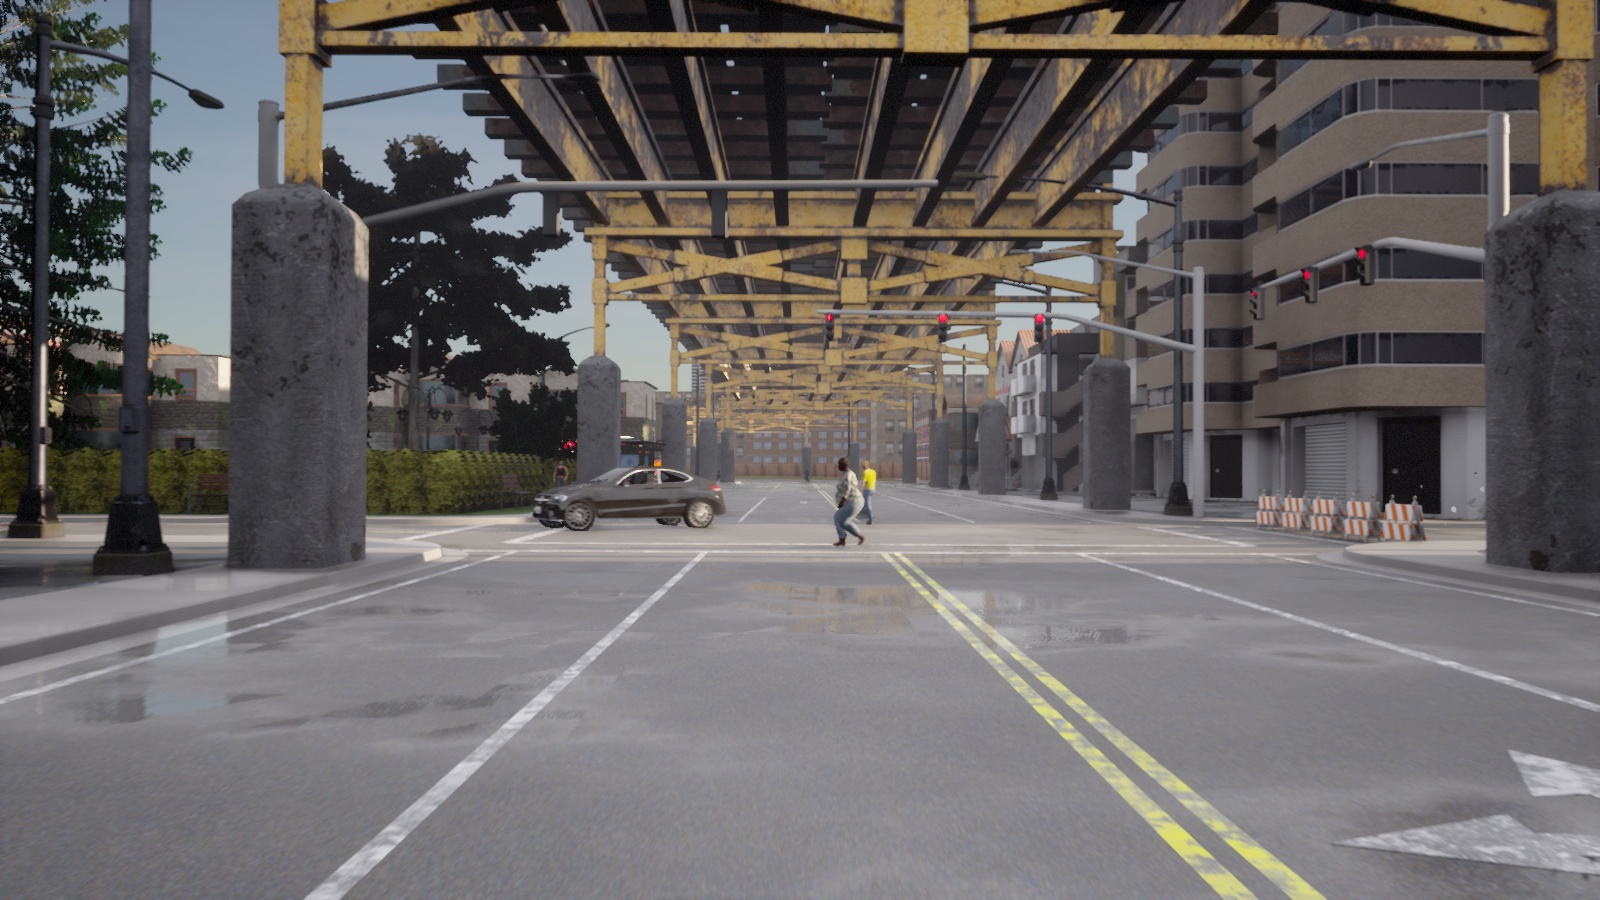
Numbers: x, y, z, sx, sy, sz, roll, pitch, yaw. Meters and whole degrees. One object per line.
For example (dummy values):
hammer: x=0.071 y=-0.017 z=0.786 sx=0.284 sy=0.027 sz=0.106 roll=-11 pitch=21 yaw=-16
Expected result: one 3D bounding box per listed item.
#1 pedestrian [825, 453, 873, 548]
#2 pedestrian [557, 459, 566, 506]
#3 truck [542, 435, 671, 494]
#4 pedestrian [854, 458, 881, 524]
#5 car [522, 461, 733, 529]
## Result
pedestrian: x=0.976 y=0.993 z=24.886 sx=0.900 sy=1.855 sz=0.874 roll=0 pitch=-1 yaw=4
pedestrian: x=-9.355 y=1.276 z=49.240 sx=0.345 sy=1.836 sz=0.594 roll=0 pitch=-1 yaw=-9
truck: x=-13.082 y=1.016 z=85.469 sx=8.468 sy=3.827 sz=2.891 roll=0 pitch=-1 yaw=-43
pedestrian: x=1.904 y=1.154 z=35.478 sx=0.706 sy=1.836 sz=0.354 roll=-1 pitch=-1 yaw=44
car: x=-4.498 y=1.121 z=32.942 sx=5.027 sy=1.651 sz=2.152 roll=0 pitch=-1 yaw=-30
